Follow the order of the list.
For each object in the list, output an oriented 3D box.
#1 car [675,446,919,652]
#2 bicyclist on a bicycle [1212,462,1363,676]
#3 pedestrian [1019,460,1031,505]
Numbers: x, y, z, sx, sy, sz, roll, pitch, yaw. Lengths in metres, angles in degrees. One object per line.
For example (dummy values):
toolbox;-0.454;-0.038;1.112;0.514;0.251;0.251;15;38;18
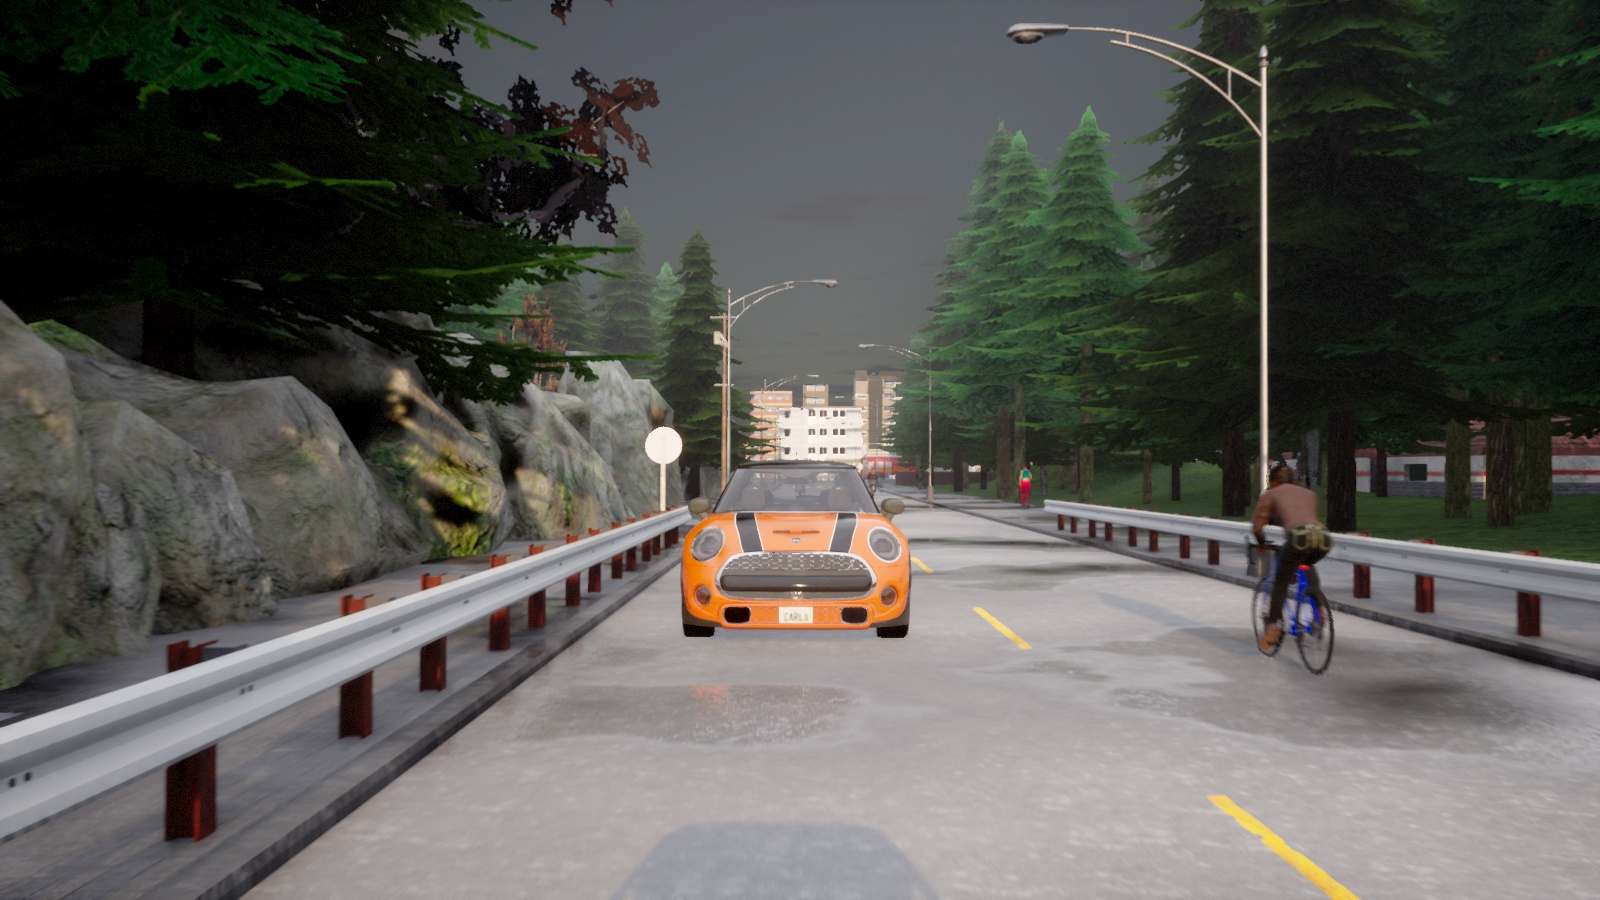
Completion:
car;-0.032;0.886;13.117;2.097;1.767;4.553;0;-1;0
bicyclist on a bicycle;3.975;0.920;10.364;0.582;1.620;1.656;0;-1;0
pedestrian;9.144;1.319;51.066;0.345;1.836;0.594;0;-1;-2
